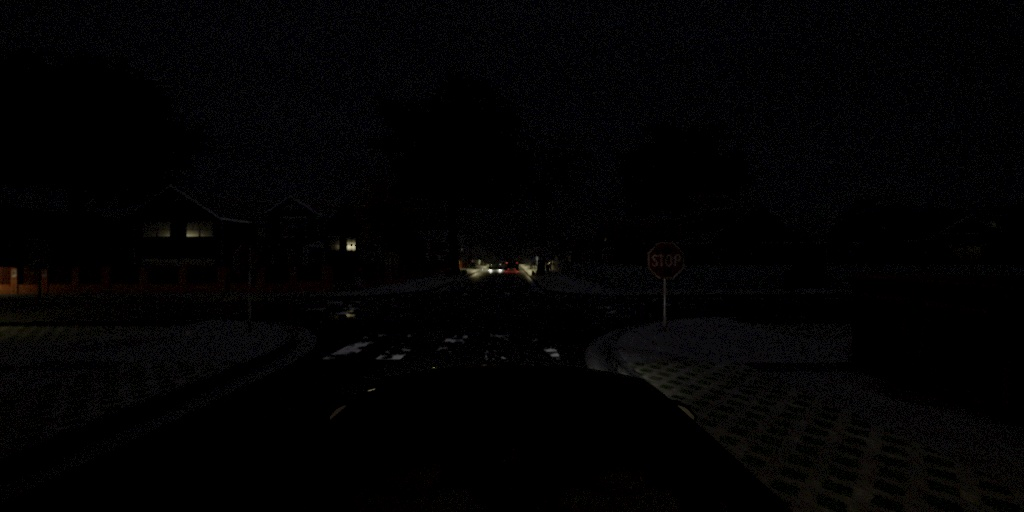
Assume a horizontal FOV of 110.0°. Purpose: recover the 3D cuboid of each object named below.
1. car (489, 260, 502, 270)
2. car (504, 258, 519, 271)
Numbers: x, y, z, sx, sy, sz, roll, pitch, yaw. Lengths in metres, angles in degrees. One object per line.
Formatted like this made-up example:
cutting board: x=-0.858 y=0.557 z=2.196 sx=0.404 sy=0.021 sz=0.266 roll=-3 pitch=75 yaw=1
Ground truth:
car: x=-2.802 y=1.432 z=62.085 sx=2.097 sy=1.767 sz=4.553 roll=0 pitch=0 yaw=0
car: x=-0.048 y=1.278 z=57.918 sx=2.150 sy=2.045 sz=5.566 roll=0 pitch=0 yaw=0
